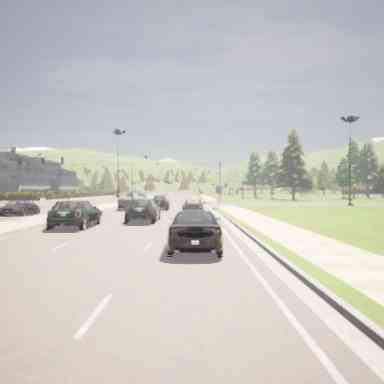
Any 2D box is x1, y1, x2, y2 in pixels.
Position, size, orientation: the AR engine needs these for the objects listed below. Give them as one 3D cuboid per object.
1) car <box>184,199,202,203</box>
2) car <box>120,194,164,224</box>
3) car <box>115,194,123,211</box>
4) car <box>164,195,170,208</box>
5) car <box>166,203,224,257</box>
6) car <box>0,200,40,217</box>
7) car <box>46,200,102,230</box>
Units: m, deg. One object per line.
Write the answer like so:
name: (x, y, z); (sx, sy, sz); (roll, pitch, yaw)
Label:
car: (0.057, 1.333, 27.552); (2.128, 1.511, 4.902); (0, 0, 0)
car: (-3.434, 1.214, 23.820); (2.097, 1.767, 4.553); (0, 0, 0)
car: (-7.141, 1.275, 37.578); (2.128, 1.511, 4.902); (0, 0, -1)
car: (-3.660, 1.130, 38.576); (2.097, 1.767, 4.553); (0, 0, -1)
car: (0.100, 1.404, 12.714); (1.882, 1.535, 5.008); (0, 0, 0)
car: (-15.131, 1.396, 29.237); (1.994, 1.385, 4.181); (0, 0, 0)
car: (-6.945, 1.236, 20.096); (2.097, 1.767, 4.553); (0, 0, 0)
